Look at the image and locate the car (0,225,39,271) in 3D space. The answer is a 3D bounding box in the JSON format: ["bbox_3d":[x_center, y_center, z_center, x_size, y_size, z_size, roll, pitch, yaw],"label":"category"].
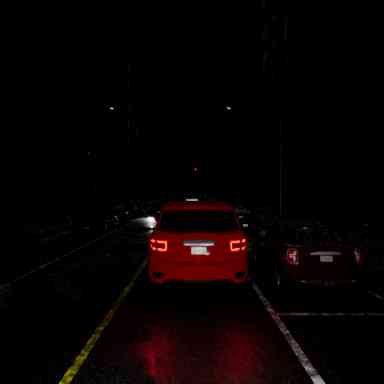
[{"bbox_3d":[-5.667,1.581,9.002,1.802,1.307,4.206,0,0,0],"label":"car"}]

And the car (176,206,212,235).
[{"bbox_3d":[0.108,1.601,19.852,1.895,1.301,4.718,0,0,0],"label":"car"}]

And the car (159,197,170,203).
[{"bbox_3d":[-5.604,1.623,68.111,1.802,1.307,4.206,0,0,0],"label":"car"}]

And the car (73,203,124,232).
[{"bbox_3d":[-5.662,1.566,20.005,1.947,1.339,4.313,0,0,0],"label":"car"}]

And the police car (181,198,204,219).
[{"bbox_3d":[0.014,1.427,30.116,1.930,1.638,5.238,0,0,0],"label":"police car"}]

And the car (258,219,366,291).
[{"bbox_3d":[2.858,1.440,8.998,1.967,1.590,4.097,0,0,0],"label":"car"}]

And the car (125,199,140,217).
[{"bbox_3d":[-5.657,1.442,31.008,1.967,1.590,4.097,0,0,0],"label":"car"}]

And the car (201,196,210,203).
[{"bbox_3d":[2.933,1.577,73.673,1.752,1.417,4.829,0,0,0],"label":"car"}]

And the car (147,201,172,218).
[{"bbox_3d":[-2.986,1.603,31.780,1.994,1.385,4.181,0,0,0],"label":"car"}]

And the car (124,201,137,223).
[{"bbox_3d":[-5.660,1.583,25.506,1.802,1.307,4.206,0,0,0],"label":"car"}]

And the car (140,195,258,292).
[{"bbox_3d":[0.108,1.221,9.082,2.150,2.045,5.566,0,0,-1],"label":"car"}]

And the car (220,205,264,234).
[{"bbox_3d":[2.863,1.551,20.001,2.008,1.369,4.403,0,0,0],"label":"car"}]

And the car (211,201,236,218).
[{"bbox_3d":[2.869,1.568,31.003,1.947,1.339,4.313,0,0,0],"label":"car"}]

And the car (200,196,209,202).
[{"bbox_3d":[2.946,1.613,78.911,2.008,1.369,4.403,0,0,0],"label":"car"}]
